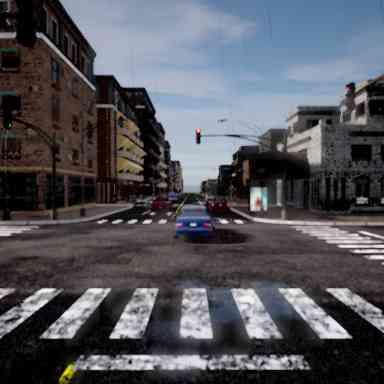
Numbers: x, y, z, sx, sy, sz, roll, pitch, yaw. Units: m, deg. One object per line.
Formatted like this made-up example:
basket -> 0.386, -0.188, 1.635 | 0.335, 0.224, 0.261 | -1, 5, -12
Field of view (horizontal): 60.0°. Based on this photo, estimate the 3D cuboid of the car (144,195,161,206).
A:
car -> -5.769, 1.241, 49.603 | 2.008, 1.369, 4.403 | 0, 0, 0

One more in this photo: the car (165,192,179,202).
car -> -3.147, 1.211, 54.543 | 2.033, 1.411, 5.357 | 0, 0, 0

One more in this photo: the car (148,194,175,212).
car -> -3.148, 1.250, 35.401 | 1.882, 1.535, 5.008 | 0, 0, 0

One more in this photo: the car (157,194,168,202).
car -> -5.795, 1.124, 66.522 | 1.752, 1.417, 4.829 | 0, 0, 0

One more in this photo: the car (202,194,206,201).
car -> 2.620, 1.305, 43.931 | 1.802, 1.307, 4.206 | 0, 0, 0

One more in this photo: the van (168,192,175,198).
van -> -5.839, 0.798, 95.173 | 1.690, 1.788, 3.998 | -1, 0, 0

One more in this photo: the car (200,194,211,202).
car -> 2.586, 1.148, 66.717 | 2.008, 1.369, 4.403 | -1, 0, 0

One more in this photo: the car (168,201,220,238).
car -> 0.072, 1.424, 16.781 | 2.033, 1.411, 5.357 | 0, 1, 0

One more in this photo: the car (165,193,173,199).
car -> -5.820, 1.037, 83.611 | 1.752, 1.417, 4.829 | -1, 0, 0

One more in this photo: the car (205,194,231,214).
car -> 2.636, 1.229, 32.536 | 1.967, 1.590, 4.097 | 0, 0, 0

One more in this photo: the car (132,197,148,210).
car -> -5.752, 1.307, 38.209 | 2.008, 1.369, 4.403 | 0, 0, 0

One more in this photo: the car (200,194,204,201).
car -> 2.611, 1.241, 49.628 | 2.008, 1.369, 4.403 | 0, 0, 0

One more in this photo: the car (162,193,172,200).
car -> -5.813, 0.979, 78.084 | 1.967, 1.590, 4.097 | -1, 0, 0
